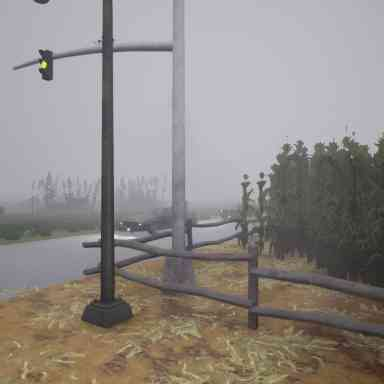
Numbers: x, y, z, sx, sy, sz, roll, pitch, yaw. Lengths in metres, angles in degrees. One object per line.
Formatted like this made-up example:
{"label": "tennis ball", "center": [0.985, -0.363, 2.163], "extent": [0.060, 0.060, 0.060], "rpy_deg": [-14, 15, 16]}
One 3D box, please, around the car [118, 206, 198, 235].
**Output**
{"label": "car", "center": [-1.747, 1.547, 19.355], "extent": [2.033, 1.411, 5.357], "rpy_deg": [0, 0, 35]}

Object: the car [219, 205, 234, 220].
{"label": "car", "center": [4.188, 1.601, 27.761], "extent": [1.895, 1.301, 4.718], "rpy_deg": [0, 0, 36]}
